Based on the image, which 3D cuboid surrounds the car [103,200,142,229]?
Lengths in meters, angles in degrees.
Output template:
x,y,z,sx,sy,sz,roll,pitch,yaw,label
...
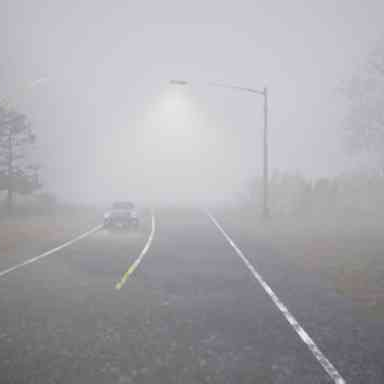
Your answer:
x,y,z,sx,sy,sz,roll,pitch,yaw,label
-4.385,1.340,21.463,2.097,1.767,4.553,0,0,-6,car
